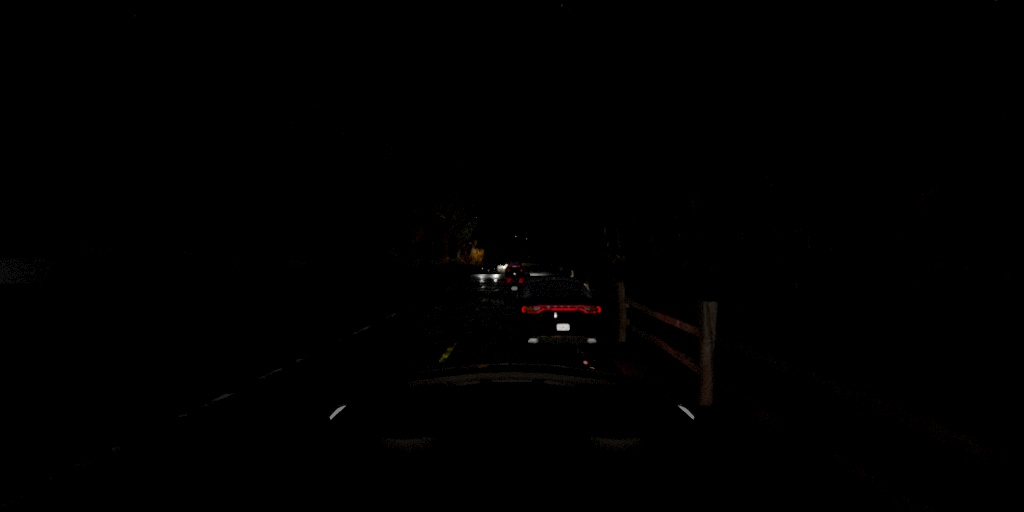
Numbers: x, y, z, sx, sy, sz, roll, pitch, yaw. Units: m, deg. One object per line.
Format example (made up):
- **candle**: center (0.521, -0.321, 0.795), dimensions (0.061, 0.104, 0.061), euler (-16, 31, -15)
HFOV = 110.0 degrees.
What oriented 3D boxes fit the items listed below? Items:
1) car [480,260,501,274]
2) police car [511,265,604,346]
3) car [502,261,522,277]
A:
- **car**: center (-2.598, 1.331, 42.262), dimensions (1.837, 1.490, 4.892), euler (0, 0, 0)
- **police car**: center (1.014, 1.189, 9.563), dimensions (1.930, 1.638, 5.238), euler (0, 0, 0)
- **car**: center (0.288, 1.415, 36.469), dimensions (1.895, 1.301, 4.718), euler (0, 0, 1)
